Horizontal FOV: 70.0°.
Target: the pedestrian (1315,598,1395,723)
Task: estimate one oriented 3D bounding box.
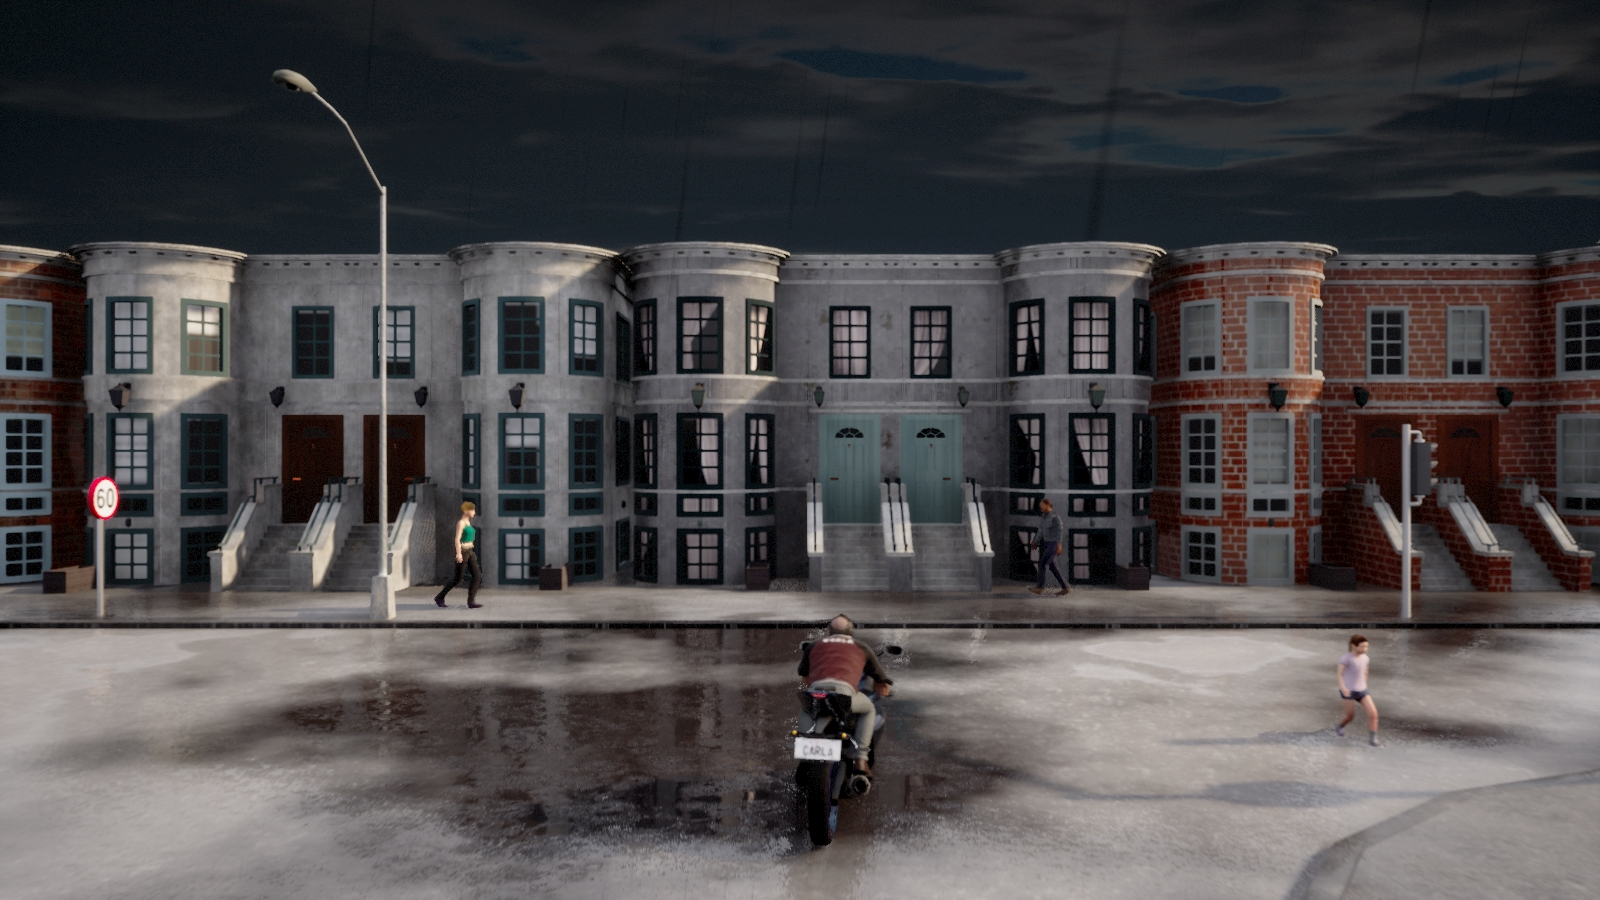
[{"bbox_3d":[5.334,2.009,10.993,0.500,1.100,0.500,0,0,-10],"label":"pedestrian"}]

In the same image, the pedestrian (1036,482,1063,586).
[{"bbox_3d":[4.545,1.525,20.842,0.375,1.860,0.375,0,0,-8],"label":"pedestrian"}]

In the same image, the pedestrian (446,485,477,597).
[{"bbox_3d":[-5.705,1.525,19.269,0.375,1.860,0.375,0,0,7],"label":"pedestrian"}]
